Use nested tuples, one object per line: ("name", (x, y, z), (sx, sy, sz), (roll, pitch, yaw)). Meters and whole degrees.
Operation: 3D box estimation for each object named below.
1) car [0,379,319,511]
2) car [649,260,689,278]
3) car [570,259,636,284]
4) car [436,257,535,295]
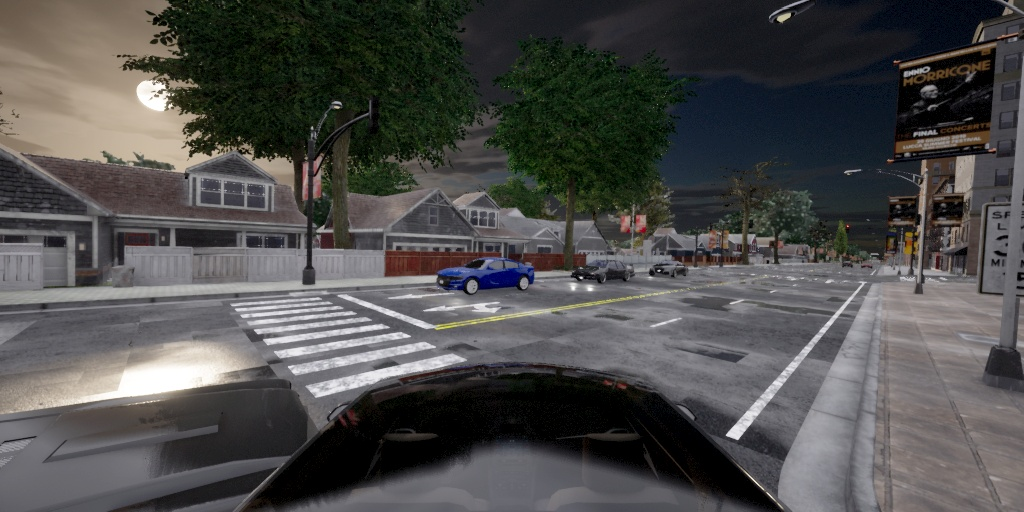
("car", (-3.311, 1.287, 1.302), (4.718, 1.301, 1.895), (1, 2, -34))
("car", (13.293, 1.018, 30.303), (4.181, 1.385, 1.994), (0, 2, -44))
("car", (6.085, 0.939, 23.393), (5.357, 1.411, 2.033), (0, 2, -44))
("car", (-1.092, 0.810, 16.484), (5.008, 1.535, 1.882), (0, 2, -44))
